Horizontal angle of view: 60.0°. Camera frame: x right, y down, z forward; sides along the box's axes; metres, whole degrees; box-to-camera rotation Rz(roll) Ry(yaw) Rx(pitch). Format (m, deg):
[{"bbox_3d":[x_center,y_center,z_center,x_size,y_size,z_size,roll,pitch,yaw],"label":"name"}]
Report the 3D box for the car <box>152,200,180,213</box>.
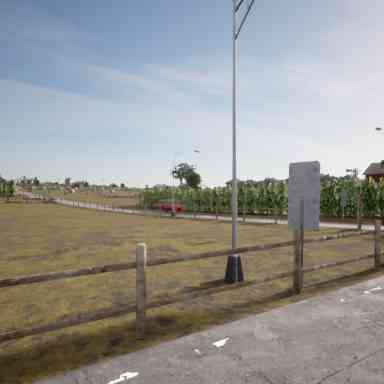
[{"bbox_3d":[-4.010,2.195,50.901,2.150,2.045,5.566,3,-2,-35],"label":"car"}]
